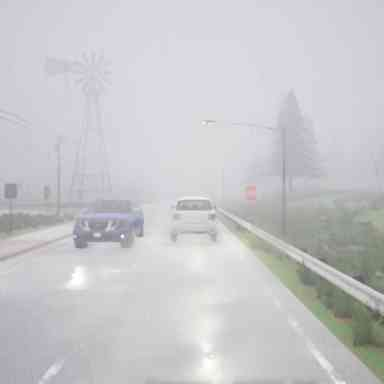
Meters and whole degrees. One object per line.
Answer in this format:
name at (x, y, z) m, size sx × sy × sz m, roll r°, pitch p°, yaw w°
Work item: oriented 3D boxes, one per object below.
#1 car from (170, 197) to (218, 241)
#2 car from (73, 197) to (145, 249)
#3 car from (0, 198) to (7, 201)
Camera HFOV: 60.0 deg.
car at (0.094, 1.259, 17.013) m, size 2.150 × 2.045 × 5.566 m, roll 0°, pitch 0°, yaw 0°
car at (-3.513, 1.260, 15.125) m, size 2.150 × 2.045 × 5.566 m, roll 0°, pitch 0°, yaw 0°
car at (-32.317, 1.647, 55.868) m, size 1.784 × 1.438 × 3.905 m, roll 0°, pitch 0°, yaw 0°
